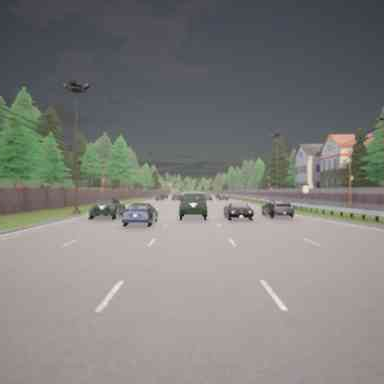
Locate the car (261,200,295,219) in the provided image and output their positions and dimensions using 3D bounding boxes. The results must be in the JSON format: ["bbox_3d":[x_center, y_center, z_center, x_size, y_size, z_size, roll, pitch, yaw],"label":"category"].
[{"bbox_3d":[7.096,1.382,27.841,2.128,1.511,4.902,0,0,0],"label":"car"}]

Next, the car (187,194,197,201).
[{"bbox_3d":[-0.007,1.244,73.015,2.033,1.411,5.357,0,0,0],"label":"car"}]

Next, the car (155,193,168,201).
[{"bbox_3d":[-7.007,1.229,73.014,2.128,1.511,4.902,0,0,0],"label":"car"}]

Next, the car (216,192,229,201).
[{"bbox_3d":[6.993,1.298,73.463,1.895,1.301,4.718,0,0,0],"label":"car"}]

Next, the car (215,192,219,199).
[{"bbox_3d":[6.992,0.859,83.404,2.097,1.767,4.553,0,0,0],"label":"car"}]

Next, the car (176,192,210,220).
[{"bbox_3d":[0.098,1.114,27.196,2.150,2.045,5.566,0,0,0],"label":"car"}]

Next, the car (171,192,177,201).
[{"bbox_3d":[-3.507,1.229,73.015,2.128,1.511,4.902,0,0,0],"label":"car"}]

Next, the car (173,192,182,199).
[{"bbox_3d":[-3.508,0.859,83.403,2.097,1.767,4.553,0,0,0],"label":"car"}]

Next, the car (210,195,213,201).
[{"bbox_3d":[3.493,1.256,73.432,1.994,1.385,4.181,0,0,0],"label":"car"}]

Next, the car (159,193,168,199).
[{"bbox_3d":[-7.008,1.004,83.434,1.837,1.490,4.892,0,0,0],"label":"car"}]

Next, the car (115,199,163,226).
[{"bbox_3d":[-3.403,1.459,22.417,2.033,1.411,5.357,0,0,0],"label":"car"}]

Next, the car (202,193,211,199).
[{"bbox_3d":[3.492,1.044,83.435,2.033,1.411,5.357,0,0,0],"label":"car"}]

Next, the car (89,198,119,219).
[{"bbox_3d":[-6.902,1.243,27.596,2.097,1.767,4.553,0,0,0],"label":"car"}]

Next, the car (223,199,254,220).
[{"bbox_3d":[3.597,1.496,26.464,1.895,1.301,4.718,0,0,0],"label":"car"}]
